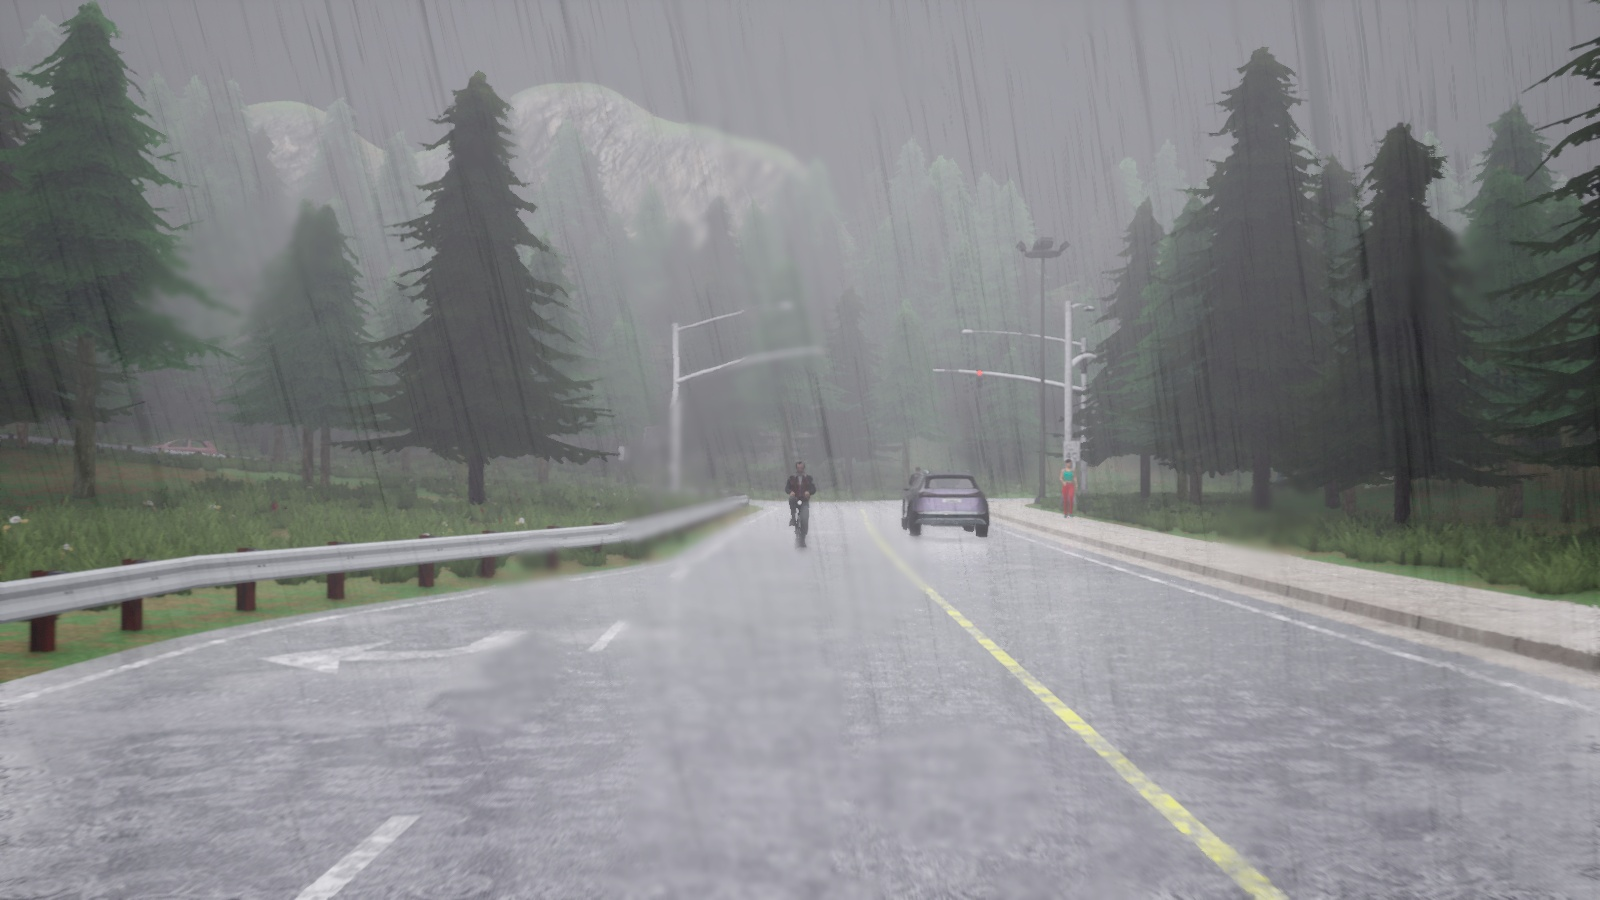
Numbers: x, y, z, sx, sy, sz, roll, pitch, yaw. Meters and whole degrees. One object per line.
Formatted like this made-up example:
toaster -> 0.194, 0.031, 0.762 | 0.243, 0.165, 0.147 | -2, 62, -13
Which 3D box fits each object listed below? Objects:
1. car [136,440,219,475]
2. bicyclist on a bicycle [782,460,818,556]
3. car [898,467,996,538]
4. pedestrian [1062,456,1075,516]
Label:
car -> -32.642, 0.399, 65.837 | 3.633, 1.501, 1.845 | 6, -4, -31
bicyclist on a bicycle -> 0.006, 1.103, 24.236 | 0.659, 1.776, 1.843 | 0, -1, 1
car -> 3.663, 1.284, 32.130 | 2.033, 1.649, 4.856 | 0, -1, 1
pedestrian -> 8.283, 1.112, 38.771 | 0.345, 1.836, 0.594 | 0, -1, 8
